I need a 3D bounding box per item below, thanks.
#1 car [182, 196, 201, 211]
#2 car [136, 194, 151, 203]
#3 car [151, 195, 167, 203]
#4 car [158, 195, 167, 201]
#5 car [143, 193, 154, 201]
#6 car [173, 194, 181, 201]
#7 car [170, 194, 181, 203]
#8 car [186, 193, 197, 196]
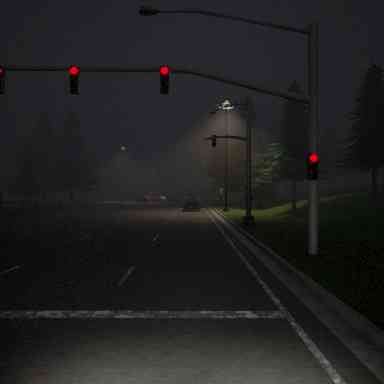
[{"bbox_3d":[-0.052,1.526,39.754,1.812,1.442,4.674,0,0,0],"label":"car"},{"bbox_3d":[-10.592,1.531,70.353,2.033,1.411,5.357,0,0,0],"label":"car"},{"bbox_3d":[-7.093,1.587,70.804,1.895,1.301,4.718,0,0,0],"label":"car"},{"bbox_3d":[-7.106,1.356,80.778,1.812,1.442,4.674,0,0,0],"label":"car"},{"bbox_3d":[-10.606,1.187,80.743,2.097,1.767,4.553,0,0,0],"label":"car"},{"bbox_3d":[-3.606,1.310,80.782,1.882,1.535,5.008,0,0,0],"label":"car"},{"bbox_3d":[-3.593,1.545,70.779,1.994,1.385,4.181,0,0,0],"label":"car"},{"bbox_3d":[-0.092,1.217,70.397,2.150,2.045,5.566,0,0,0],"label":"car"}]
